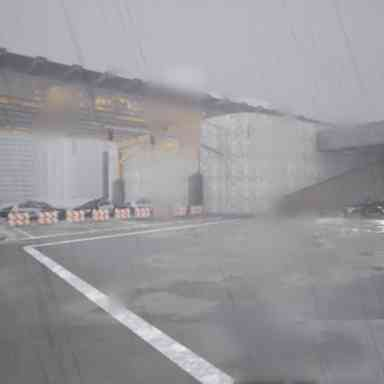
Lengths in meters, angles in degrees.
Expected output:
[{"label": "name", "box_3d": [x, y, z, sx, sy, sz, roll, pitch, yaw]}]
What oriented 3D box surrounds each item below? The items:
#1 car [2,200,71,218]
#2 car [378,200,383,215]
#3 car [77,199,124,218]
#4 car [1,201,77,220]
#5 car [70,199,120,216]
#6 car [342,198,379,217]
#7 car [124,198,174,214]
[{"label": "car", "box_3d": [-11.972, 1.292, 25.682, 4.536, 1.218, 1.853, 0, 0, 8]}, {"label": "car", "box_3d": [16.236, 1.280, 25.039, 4.674, 1.442, 1.812, -1, 0, -37]}, {"label": "car", "box_3d": [-8.176, 1.407, 28.362, 2.038, 1.542, 4.974, 0, 0, 18]}, {"label": "car", "box_3d": [-11.919, 1.449, 25.675, 4.974, 1.542, 2.038, 0, 0, 8]}, {"label": "car", "box_3d": [-8.161, 1.249, 28.411, 1.853, 1.218, 4.536, 0, 0, 18]}, {"label": "car", "box_3d": [14.698, 1.247, 28.263, 4.902, 1.511, 2.128, -1, 0, -37]}, {"label": "car", "box_3d": [-4.321, 1.202, 32.117, 4.536, 1.218, 1.853, -1, 0, -7]}]
